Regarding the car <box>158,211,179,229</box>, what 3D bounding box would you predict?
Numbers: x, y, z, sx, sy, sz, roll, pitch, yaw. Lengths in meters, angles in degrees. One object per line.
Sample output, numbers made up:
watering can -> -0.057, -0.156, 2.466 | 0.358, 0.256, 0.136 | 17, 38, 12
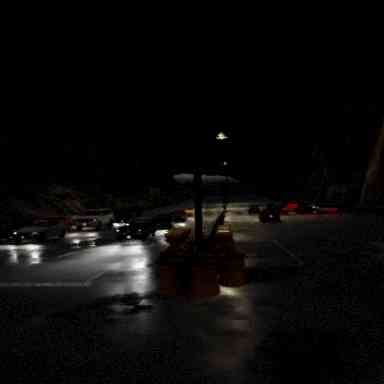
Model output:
car -> -2.758, 2.793, 31.675 | 1.994, 1.385, 4.181 | -2, -2, 6

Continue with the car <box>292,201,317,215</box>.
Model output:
car -> 17.087, 2.621, 50.861 | 1.882, 1.535, 5.008 | -2, -1, 6

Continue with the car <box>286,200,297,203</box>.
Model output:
car -> 18.239, 2.556, 61.247 | 2.150, 2.045, 5.566 | -2, -1, 6

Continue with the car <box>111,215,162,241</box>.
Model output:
car -> -3.711, 2.565, 22.979 | 1.895, 1.301, 4.718 | -2, -2, 6

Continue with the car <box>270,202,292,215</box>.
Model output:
car -> 13.611, 2.766, 51.245 | 1.837, 1.490, 4.892 | -2, -1, 6

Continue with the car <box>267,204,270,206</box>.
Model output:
car -> 14.768, 2.952, 61.598 | 1.837, 1.490, 4.892 | -2, -1, 6

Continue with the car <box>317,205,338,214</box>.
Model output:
car -> 20.617, 2.635, 50.913 | 1.895, 1.301, 4.718 | -2, -1, 6

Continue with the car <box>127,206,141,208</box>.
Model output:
car -> -10.273, 3.426, 58.073 | 2.150, 2.045, 5.566 | -2, -1, 6

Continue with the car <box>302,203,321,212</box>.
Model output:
car -> 21.722, 2.760, 60.824 | 2.033, 1.411, 5.357 | -2, -1, 6

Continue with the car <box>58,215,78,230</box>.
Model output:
car -> -13.284, 3.036, 32.010 | 1.882, 1.535, 5.008 | -2, -2, 6

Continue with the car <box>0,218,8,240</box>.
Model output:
car -> -14.285, 2.630, 22.849 | 2.097, 1.767, 4.553 | -2, -2, 6

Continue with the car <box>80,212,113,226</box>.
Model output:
car -> -12.096, 3.386, 42.541 | 2.033, 1.411, 5.357 | -2, -2, 6

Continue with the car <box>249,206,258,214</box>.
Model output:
car -> 10.823, 3.051, 57.325 | 1.994, 1.385, 4.181 | -2, -1, 7

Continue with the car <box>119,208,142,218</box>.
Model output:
car -> -8.410, 3.312, 44.005 | 2.033, 1.411, 5.357 | -2, -2, 6

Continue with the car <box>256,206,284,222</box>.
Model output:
car -> 8.636, 2.618, 37.333 | 1.994, 1.385, 4.181 | -2, -2, 6

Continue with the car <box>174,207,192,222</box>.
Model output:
car -> -1.603, 2.974, 41.873 | 1.882, 1.535, 5.008 | -2, -2, 7

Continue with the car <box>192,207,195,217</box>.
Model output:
car -> -0.166, 3.239, 54.206 | 1.882, 1.535, 5.008 | -2, -2, 7

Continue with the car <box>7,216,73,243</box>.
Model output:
car -> -10.662, 2.727, 23.790 | 1.812, 1.442, 4.674 | -2, -2, 6

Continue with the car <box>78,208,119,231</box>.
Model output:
car -> -9.613, 2.715, 33.425 | 2.150, 2.045, 5.566 | -2, -2, 6
